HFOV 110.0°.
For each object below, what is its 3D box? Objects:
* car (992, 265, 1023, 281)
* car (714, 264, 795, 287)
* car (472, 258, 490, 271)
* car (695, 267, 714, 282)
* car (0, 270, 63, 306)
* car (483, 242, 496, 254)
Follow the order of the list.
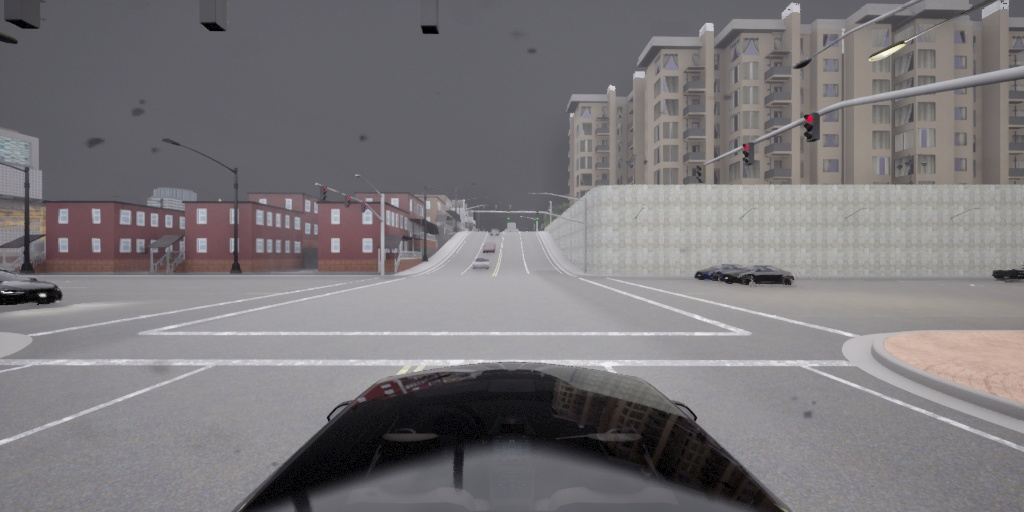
[{"bbox_3d":[40.365,1.350,27.635,4.718,1.301,1.895,0,0,0],"label":"car"},{"bbox_3d":[16.497,1.313,24.227,4.181,1.385,1.994,0,0,0],"label":"car"},{"bbox_3d":[-3.598,0.909,42.399,1.895,1.301,4.718,0,5,0],"label":"car"},{"bbox_3d":[16.482,1.313,27.726,4.181,1.385,1.994,0,0,0],"label":"car"},{"bbox_3d":[-20.396,1.254,13.745,4.892,1.490,1.837,0,0,0],"label":"car"},{"bbox_3d":[-3.589,-1.391,57.317,1.882,1.535,5.008,0,12,0],"label":"car"}]
